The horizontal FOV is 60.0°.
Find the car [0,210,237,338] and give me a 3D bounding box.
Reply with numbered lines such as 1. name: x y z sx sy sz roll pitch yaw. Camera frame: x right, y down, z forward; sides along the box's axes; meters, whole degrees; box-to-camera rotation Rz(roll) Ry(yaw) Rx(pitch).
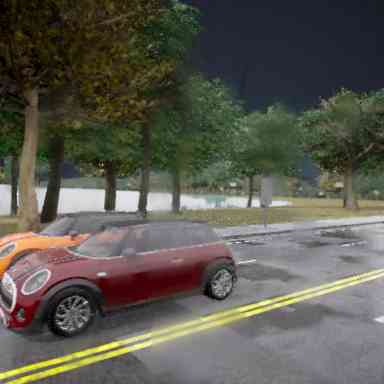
1. car: -1.285 1.359 6.758 4.553 1.767 2.097 0 0 -36

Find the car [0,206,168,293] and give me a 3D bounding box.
1. car: -3.184 1.359 9.396 4.553 1.767 2.097 0 0 -36
